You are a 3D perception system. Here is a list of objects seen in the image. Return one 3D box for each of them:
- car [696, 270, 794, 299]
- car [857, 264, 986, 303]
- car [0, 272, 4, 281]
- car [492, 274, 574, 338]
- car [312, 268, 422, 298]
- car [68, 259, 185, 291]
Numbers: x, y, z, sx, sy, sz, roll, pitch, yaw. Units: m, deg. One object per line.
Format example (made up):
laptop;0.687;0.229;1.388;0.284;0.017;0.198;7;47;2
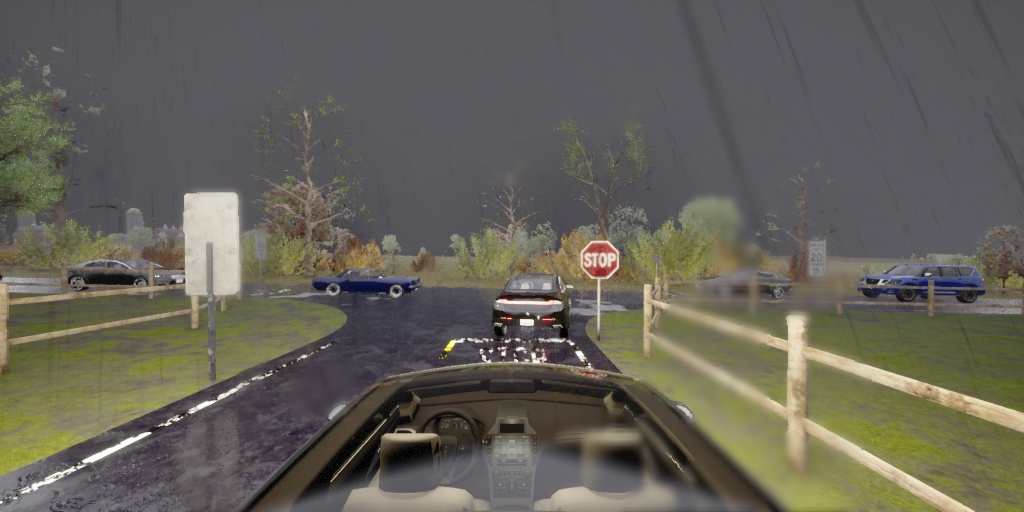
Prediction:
car;13.015;1.525;20.186;4.902;1.511;2.128;1;1;0
car;22.911;1.467;20.169;5.566;2.045;2.150;1;1;0
car;-27.784;0.717;17.309;4.674;1.442;1.812;1;1;0
car;0.711;1.240;10.235;2.128;1.511;4.902;0;0;9
car;-6.813;1.248;17.272;4.718;1.301;1.895;1;1;0
car;-18.481;0.885;17.296;4.902;1.511;2.128;1;1;0
